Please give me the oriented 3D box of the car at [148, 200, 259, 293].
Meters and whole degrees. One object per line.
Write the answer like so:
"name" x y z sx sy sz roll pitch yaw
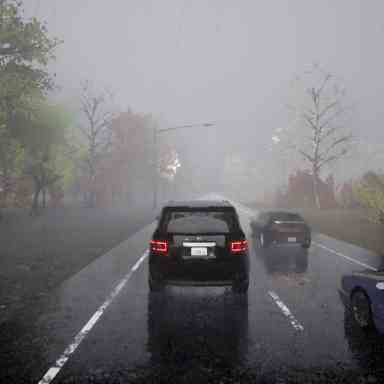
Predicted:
"car" 0.160 1.223 8.991 2.150 2.045 5.566 0 0 1

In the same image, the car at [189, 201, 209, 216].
"car" 0.724 1.606 33.065 1.895 1.301 4.718 0 0 2

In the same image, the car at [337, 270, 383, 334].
"car" 3.625 1.548 3.727 2.033 1.411 5.357 0 0 0

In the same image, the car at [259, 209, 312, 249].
"car" 3.738 1.507 14.657 1.837 1.490 4.892 0 0 1
